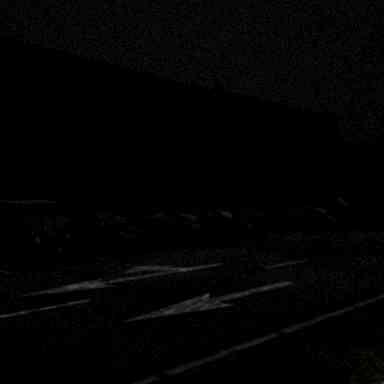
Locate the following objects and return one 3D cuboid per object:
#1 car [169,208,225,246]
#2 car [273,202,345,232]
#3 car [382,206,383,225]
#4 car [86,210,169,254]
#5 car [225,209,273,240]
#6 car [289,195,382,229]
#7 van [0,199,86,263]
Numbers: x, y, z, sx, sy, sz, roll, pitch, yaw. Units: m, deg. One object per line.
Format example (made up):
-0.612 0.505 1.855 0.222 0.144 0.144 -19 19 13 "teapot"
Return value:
-1.142 1.524 15.177 4.674 1.452 2.002 -1 -1 35 "car"
6.390 1.534 20.215 4.674 1.452 2.002 -1 -1 36 "car"
11.461 1.500 23.511 5.008 1.535 2.097 -1 -1 37 "car"
-3.638 1.482 13.479 4.892 1.521 2.231 -1 -1 35 "car"
1.358 1.527 16.879 4.674 1.452 2.002 -1 -1 36 "car"
8.946 1.245 21.861 5.566 2.045 2.435 -1 -1 37 "car"
-6.020 1.251 11.689 4.442 1.987 1.878 -1 -1 35 "van"
